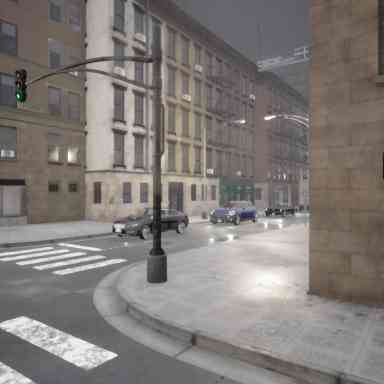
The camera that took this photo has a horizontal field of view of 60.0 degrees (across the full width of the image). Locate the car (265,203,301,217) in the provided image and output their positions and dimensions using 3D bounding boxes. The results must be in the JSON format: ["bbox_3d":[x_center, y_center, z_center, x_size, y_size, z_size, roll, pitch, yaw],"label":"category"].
[{"bbox_3d":[8.976,1.777,33.316,1.895,1.301,4.718,0,0,35],"label":"car"}]

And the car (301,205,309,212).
[{"bbox_3d":[14.890,1.832,41.566,1.895,1.301,4.718,0,0,36],"label":"car"}]

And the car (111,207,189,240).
[{"bbox_3d":[-2.086,1.568,17.788,2.128,1.511,4.902,0,0,35],"label":"car"}]

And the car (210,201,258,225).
[{"bbox_3d":[3.254,1.476,25.306,2.097,1.767,4.553,0,0,36],"label":"car"}]
